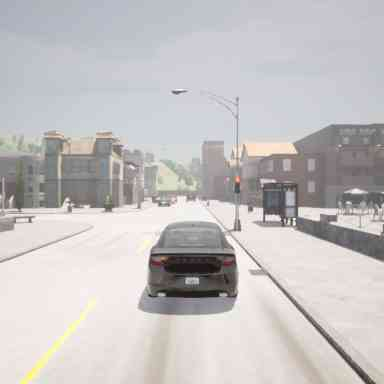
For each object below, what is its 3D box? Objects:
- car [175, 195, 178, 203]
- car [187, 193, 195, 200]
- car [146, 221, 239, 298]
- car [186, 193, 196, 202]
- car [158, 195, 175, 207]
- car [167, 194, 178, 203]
[{"bbox_3d":[-4.229,1.352,61.120,2.097,1.767,4.553,0,0,0],"label":"car"},{"bbox_3d":[-0.234,1.187,87.062,2.097,1.767,4.553,0,0,0],"label":"car"},{"bbox_3d":[0.027,1.478,8.575,1.882,1.535,5.008,0,0,0],"label":"car"},{"bbox_3d":[-0.205,1.216,76.702,2.150,2.045,5.566,0,0,0],"label":"car"},{"bbox_3d":[-4.233,1.491,52.020,2.128,1.511,4.902,0,0,0],"label":"car"},{"bbox_3d":[-4.190,1.355,71.183,2.097,1.767,4.553,0,0,0],"label":"car"}]
